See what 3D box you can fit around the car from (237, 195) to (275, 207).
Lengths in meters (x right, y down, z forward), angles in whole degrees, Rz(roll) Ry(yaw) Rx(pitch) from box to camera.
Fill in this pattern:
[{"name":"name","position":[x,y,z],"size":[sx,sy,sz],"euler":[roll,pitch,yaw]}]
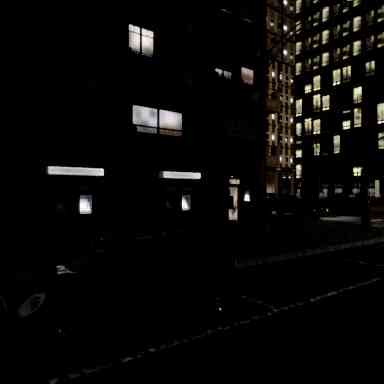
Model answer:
[{"name":"car","position":[7.759,1.073,40.698],"size":[1.947,1.339,4.313],"euler":[1,0,-36]}]

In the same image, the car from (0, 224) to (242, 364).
[{"name":"car","position":[-1.116,1.440,5.780],"size":[4.097,1.590,1.967],"euler":[0,0,-36]}]

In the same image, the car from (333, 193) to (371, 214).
[{"name":"car","position":[14.342,1.029,31.763],"size":[2.192,1.841,5.009],"euler":[1,0,-36]}]

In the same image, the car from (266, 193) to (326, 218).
[{"name":"car","position":[7.630,1.010,26.746],"size":[2.192,1.841,5.009],"euler":[2,0,-36]}]

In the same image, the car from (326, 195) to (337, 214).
[{"name":"car","position":[9.429,1.197,28.638],"size":[1.837,1.490,4.892],"euler":[0,1,-36]}]
